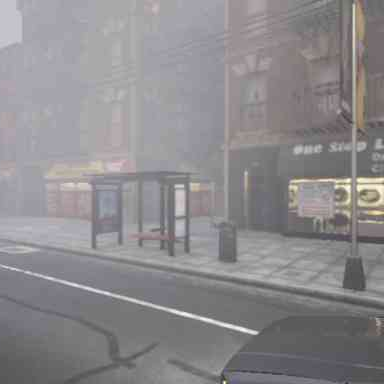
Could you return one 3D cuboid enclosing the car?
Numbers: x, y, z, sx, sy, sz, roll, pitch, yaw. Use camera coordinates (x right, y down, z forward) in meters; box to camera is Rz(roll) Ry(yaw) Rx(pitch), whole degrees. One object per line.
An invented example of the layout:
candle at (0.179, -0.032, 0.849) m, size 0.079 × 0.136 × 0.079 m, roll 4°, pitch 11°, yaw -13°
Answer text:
car at (2.771, 1.548, 2.015) m, size 5.357 × 1.411 × 2.033 m, roll 0°, pitch 0°, yaw 36°
